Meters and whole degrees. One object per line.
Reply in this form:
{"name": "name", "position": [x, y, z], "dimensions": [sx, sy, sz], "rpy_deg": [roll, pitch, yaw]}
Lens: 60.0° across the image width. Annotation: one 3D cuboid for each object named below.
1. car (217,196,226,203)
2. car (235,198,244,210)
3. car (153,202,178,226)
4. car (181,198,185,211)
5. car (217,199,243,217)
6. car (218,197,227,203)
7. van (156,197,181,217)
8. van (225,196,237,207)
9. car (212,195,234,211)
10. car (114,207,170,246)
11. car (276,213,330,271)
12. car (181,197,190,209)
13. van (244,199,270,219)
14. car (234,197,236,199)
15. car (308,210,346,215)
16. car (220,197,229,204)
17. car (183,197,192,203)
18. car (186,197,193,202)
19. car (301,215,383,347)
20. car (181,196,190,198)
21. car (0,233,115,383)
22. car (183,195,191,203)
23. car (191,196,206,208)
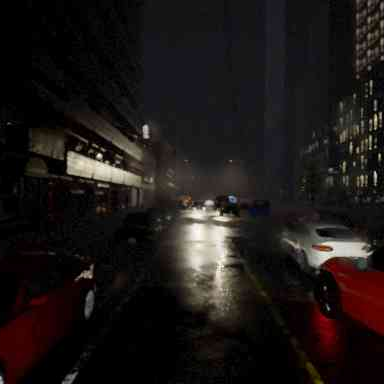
{"name": "car", "position": [7.698, 1.938, 87.811], "dimensions": [1.967, 1.590, 4.097], "rpy_deg": [2, 0, 1]}
{"name": "car", "position": [6.657, 1.864, 43.265], "dimensions": [1.802, 1.307, 4.206], "rpy_deg": [2, 0, 1]}
{"name": "car", "position": [-2.239, 1.609, 21.190], "dimensions": [2.008, 1.369, 4.403], "rpy_deg": [2, 0, 1]}
{"name": "car", "position": [-1.982, 1.635, 32.157], "dimensions": [1.752, 1.417, 4.829], "rpy_deg": [2, 0, 1]}
{"name": "car", "position": [3.780, 1.726, 33.987], "dimensions": [1.812, 1.442, 4.674], "rpy_deg": [1, 0, 2]}
{"name": "car", "position": [7.565, 2.015, 82.242], "dimensions": [1.887, 1.381, 4.507], "rpy_deg": [2, 0, 1]}
{"name": "van", "position": [-2.103, 1.426, 26.759], "dimensions": [1.690, 1.788, 3.998], "rpy_deg": [2, 0, 1]}
{"name": "van", "position": [7.052, 1.702, 59.971], "dimensions": [1.690, 1.788, 3.998], "rpy_deg": [2, 0, 1]}
{"name": "car", "position": [4.014, 1.476, 45.522], "dimensions": [2.150, 2.045, 5.566], "rpy_deg": [1, 0, 1]}
{"name": "car", "position": [-2.369, 1.598, 15.622], "dimensions": [1.947, 1.339, 4.313], "rpy_deg": [2, 0, 1]}
{"name": "car", "position": [4.101, 1.631, 10.876], "dimensions": [1.812, 1.442, 4.674], "rpy_deg": [1, 0, 1]}
{"name": "car", "position": [-1.719, 1.713, 43.461], "dimensions": [2.008, 1.369, 4.403], "rpy_deg": [2, 0, 1]}
{"name": "van", "position": [6.404, 1.571, 32.131], "dimensions": [1.690, 1.788, 3.998], "rpy_deg": [2, 0, 1]}
{"name": "car", "position": [6.792, 1.834, 49.003], "dimensions": [1.752, 1.417, 4.829], "rpy_deg": [2, 0, 1]}
{"name": "car", "position": [6.012, 1.592, 15.426], "dimensions": [1.967, 1.590, 4.097], "rpy_deg": [2, 0, 1]}
{"name": "car", "position": [7.440, 1.969, 76.844], "dimensions": [1.752, 1.417, 4.829], "rpy_deg": [2, 0, 1]}
{"name": "car", "position": [-0.942, 1.868, 76.871], "dimensions": [1.887, 1.381, 4.507], "rpy_deg": [2, 0, 1]}
{"name": "car", "position": [-0.683, 1.960, 88.007], "dimensions": [1.802, 1.307, 4.206], "rpy_deg": [2, 0, 1]}
{"name": "car", "position": [3.587, 1.424, 4.768], "dimensions": [2.097, 1.767, 4.553], "rpy_deg": [1, 0, -5]}
{"name": "car", "position": [-1.593, 1.713, 48.861], "dimensions": [1.752, 1.417, 4.829], "rpy_deg": [2, 0, 1]}
{"name": "car", "position": [-2.628, 1.526, 4.485], "dimensions": [1.887, 1.381, 4.507], "rpy_deg": [2, 0, 1]}
{"name": "car", "position": [-1.324, 1.557, 60.168], "dimensions": [2.192, 1.841, 5.009], "rpy_deg": [2, 0, 1]}
{"name": "car", "position": [1.205, 1.728, 53.949], "dimensions": [1.882, 1.535, 5.008], "rpy_deg": [1, 0, 1]}
